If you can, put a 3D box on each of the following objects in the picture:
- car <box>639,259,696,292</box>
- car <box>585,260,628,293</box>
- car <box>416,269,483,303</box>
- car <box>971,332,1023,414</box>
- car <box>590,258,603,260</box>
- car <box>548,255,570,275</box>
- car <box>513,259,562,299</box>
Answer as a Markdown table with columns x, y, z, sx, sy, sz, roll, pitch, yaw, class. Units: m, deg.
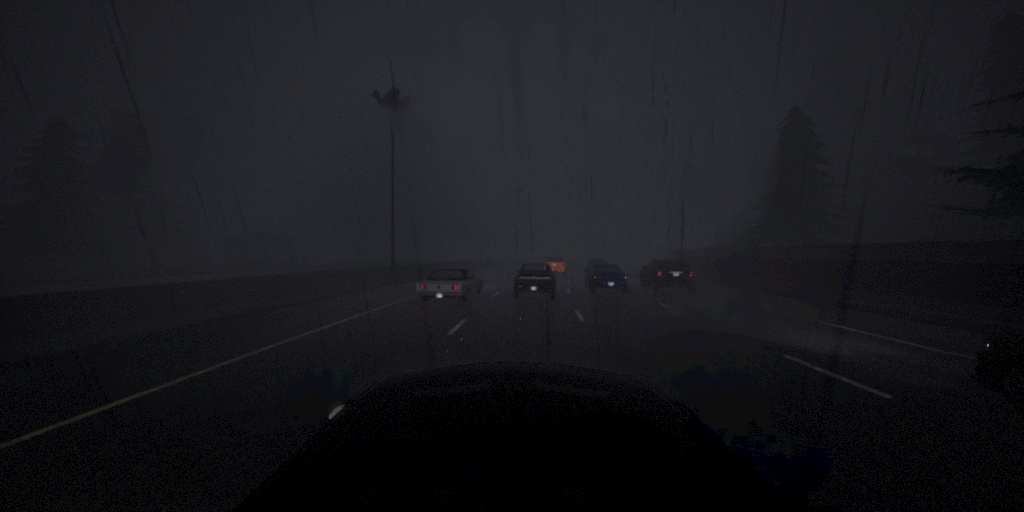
| x | y | z | sx | sy | sz | roll | pitch | yaw | class |
| --- | --- | --- | --- | --- | --- | --- | --- | --- | --- |
| 8.683 | 0.952 | 20.376 | 2.097 | 1.767 | 4.553 | 0 | 1 | 8 | car |
| 4.975 | 1.123 | 19.228 | 1.812 | 1.442 | 4.674 | 0 | 1 | 7 | car |
| -2.527 | 1.203 | 15.812 | 1.895 | 1.301 | 4.718 | 0 | 1 | 6 | car |
| 7.187 | 1.258 | 2.800 | 2.128 | 1.511 | 4.902 | 0 | 1 | 1 | car |
| 8.947 | 0.934 | 37.902 | 1.837 | 1.490 | 4.892 | 0 | 1 | 16 | car |
| 4.275 | 0.802 | 33.943 | 2.097 | 1.767 | 4.553 | 0 | 1 | 14 | car |
| 1.168 | 1.095 | 17.119 | 2.128 | 1.511 | 4.902 | 0 | 1 | 7 | car |
